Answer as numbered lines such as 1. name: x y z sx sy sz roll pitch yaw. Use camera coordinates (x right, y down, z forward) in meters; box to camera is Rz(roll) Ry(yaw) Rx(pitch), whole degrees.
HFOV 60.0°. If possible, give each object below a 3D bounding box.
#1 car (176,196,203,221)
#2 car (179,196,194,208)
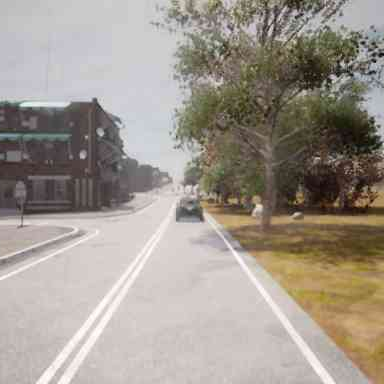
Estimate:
1. car: -0.231 1.294 26.856 2.097 1.767 4.553 0 0 -1
2. car: -0.779 1.336 45.145 1.837 1.490 4.892 0 1 -2
